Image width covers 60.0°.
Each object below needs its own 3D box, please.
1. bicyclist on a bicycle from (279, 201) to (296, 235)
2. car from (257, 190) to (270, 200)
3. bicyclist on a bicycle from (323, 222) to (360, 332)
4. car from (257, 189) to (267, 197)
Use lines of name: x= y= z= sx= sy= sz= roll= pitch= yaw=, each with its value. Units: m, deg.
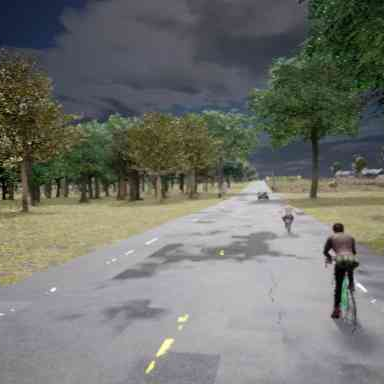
bicyclist on a bicycle: x=4.665 y=1.209 z=16.107 sx=0.866 sy=1.612 sz=1.509 roll=-2 pitch=0 yaw=12
car: x=12.348 y=0.644 z=57.726 sx=1.812 sy=1.442 sz=4.674 roll=-2 pitch=0 yaw=11
bicyclist on a bicycle: x=2.539 y=1.356 z=5.648 sx=0.582 sy=1.620 sz=1.656 roll=-2 pitch=0 yaw=12
car: x=15.219 y=0.259 z=72.232 sx=2.128 sy=1.511 sz=4.902 roll=-2 pitch=1 yaw=12
